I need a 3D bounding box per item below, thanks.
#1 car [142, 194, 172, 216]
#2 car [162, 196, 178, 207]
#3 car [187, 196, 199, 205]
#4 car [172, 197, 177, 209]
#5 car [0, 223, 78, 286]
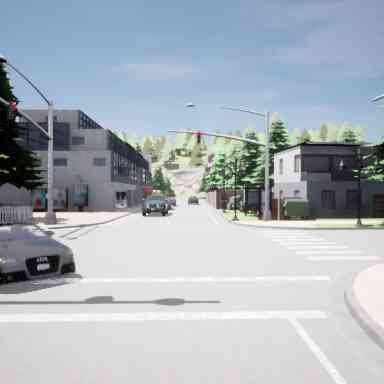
[{"bbox_3d":[-3.525,1.221,32.674,2.150,2.045,5.566,0,0,0],"label":"car"},{"bbox_3d":[-3.459,1.491,52.992,2.128,1.511,4.902,0,0,0],"label":"car"},{"bbox_3d":[0.239,1.505,59.528,1.837,1.490,4.892,0,0,0],"label":"car"},{"bbox_3d":[-3.499,1.491,42.724,2.128,1.511,4.902,0,0,0],"label":"car"},{"bbox_3d":[-4.910,1.567,9.157,4.181,1.385,1.994,0,-1,43],"label":"car"}]
